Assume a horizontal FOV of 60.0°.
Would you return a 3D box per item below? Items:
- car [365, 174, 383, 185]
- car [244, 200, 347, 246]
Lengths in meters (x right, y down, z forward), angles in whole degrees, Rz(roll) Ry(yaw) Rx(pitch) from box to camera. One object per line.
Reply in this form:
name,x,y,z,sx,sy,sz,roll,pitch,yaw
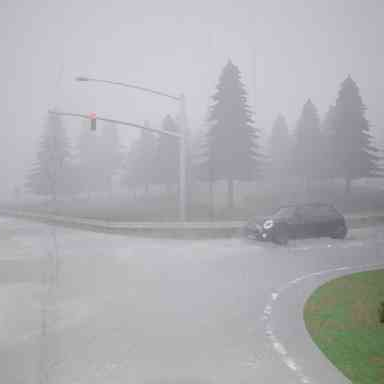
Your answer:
car,28.020,-2.127,51.214,2.150,2.045,5.566,0,5,25
car,4.655,1.301,15.112,4.553,1.767,2.097,-1,0,-20
